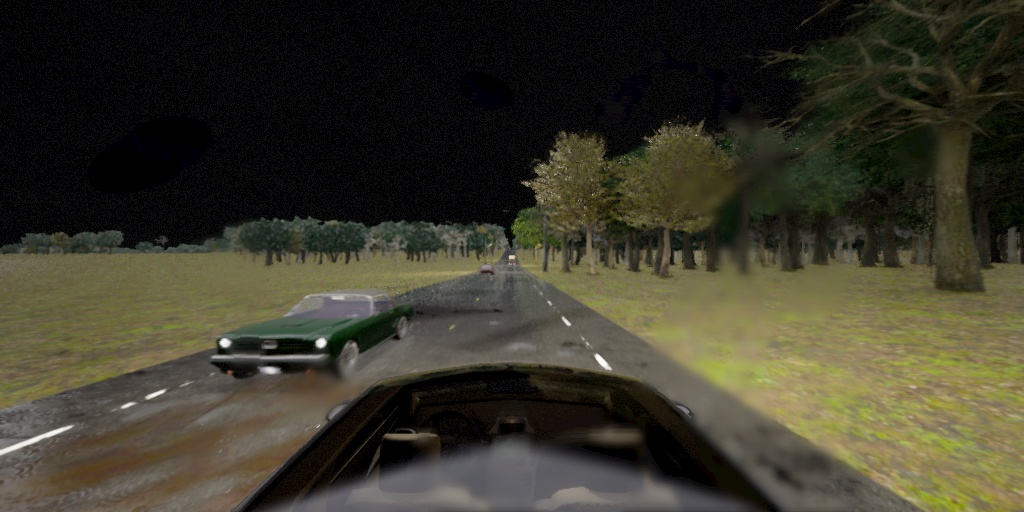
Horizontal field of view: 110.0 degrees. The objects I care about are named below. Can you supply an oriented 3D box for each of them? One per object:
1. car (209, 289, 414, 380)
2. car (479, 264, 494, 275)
[{"bbox_3d":[-3.599,1.422,7.541,1.895,1.301,4.718,0,-1,0],"label":"car"},{"bbox_3d":[-3.548,1.927,51.003,1.882,1.535,5.008,0,-1,0],"label":"car"}]
